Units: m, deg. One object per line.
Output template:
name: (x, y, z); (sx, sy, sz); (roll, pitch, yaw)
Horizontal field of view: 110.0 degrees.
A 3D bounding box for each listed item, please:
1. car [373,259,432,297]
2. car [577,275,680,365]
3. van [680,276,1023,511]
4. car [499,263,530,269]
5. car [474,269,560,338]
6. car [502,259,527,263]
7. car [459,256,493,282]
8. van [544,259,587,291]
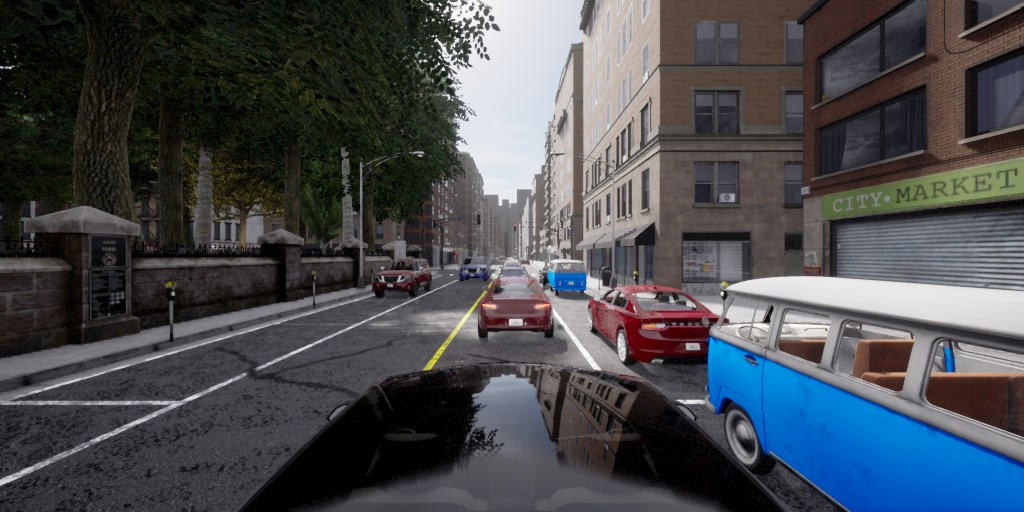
car: (-5.658, 1.059, 19.177); (2.192, 1.841, 5.009); (0, 0, 0)
car: (2.860, 1.294, 7.891); (1.888, 1.381, 4.507); (0, 0, 0)
van: (2.857, 1.091, 2.230); (1.690, 1.789, 3.998); (0, 0, 0)
car: (0.107, 1.292, 19.672); (2.033, 1.411, 5.357); (0, 0, 1)
car: (0.100, 1.274, 10.093); (1.812, 1.442, 4.674); (0, 0, 0)
car: (0.020, 1.242, 29.417); (1.837, 1.490, 4.892); (0, 0, 0)
car: (-2.984, 1.064, 29.643); (2.150, 2.045, 5.566); (0, 0, 0)
van: (2.867, 1.086, 19.212); (1.690, 1.789, 3.998); (0, 0, 0)
